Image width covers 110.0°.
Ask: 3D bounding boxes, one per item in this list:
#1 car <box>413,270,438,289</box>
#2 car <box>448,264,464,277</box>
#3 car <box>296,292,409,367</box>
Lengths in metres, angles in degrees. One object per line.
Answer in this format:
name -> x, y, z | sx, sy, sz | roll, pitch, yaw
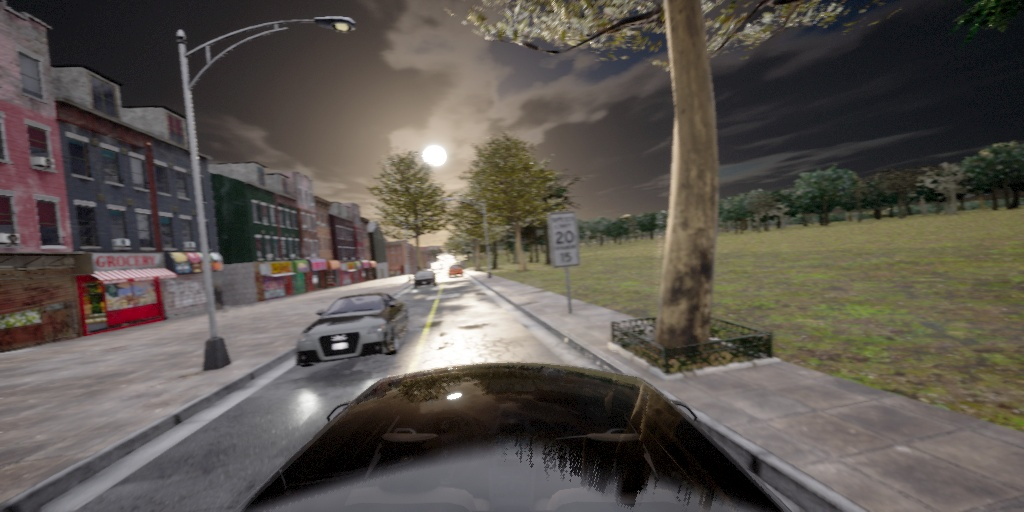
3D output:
car -> -7.783, 2.016, 32.457 | 1.882, 1.535, 5.008 | -5, 0, -9
car -> -8.062, 2.007, 51.396 | 2.097, 1.767, 4.553 | -5, 0, -9
car -> -3.869, 1.686, 9.301 | 1.994, 1.385, 4.181 | -5, 0, -10
